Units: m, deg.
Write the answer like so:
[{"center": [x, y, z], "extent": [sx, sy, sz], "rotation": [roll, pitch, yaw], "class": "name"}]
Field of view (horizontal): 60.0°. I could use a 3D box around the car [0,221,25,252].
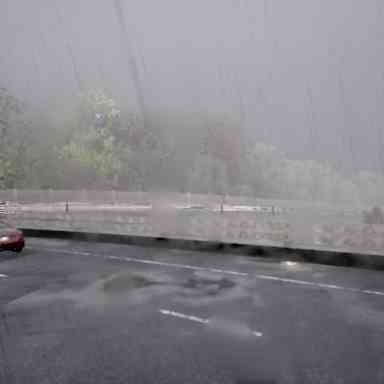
[{"center": [-8.640, 1.717, 13.177], "extent": [4.181, 1.385, 1.994], "rotation": [-1, 0, 28], "class": "car"}]
